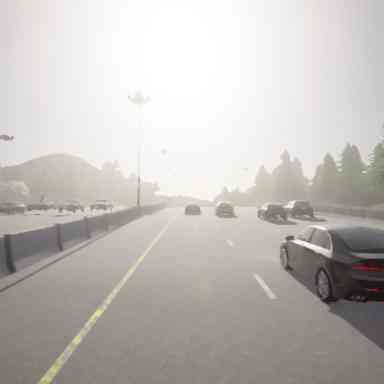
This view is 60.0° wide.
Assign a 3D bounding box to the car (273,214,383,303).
[{"bbox_3d":[3.598,1.534,8.230,1.837,1.490,4.892,0,0,0],"label":"car"}]

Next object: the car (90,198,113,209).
[{"bbox_3d":[-10.507,1.524,38.933,1.837,1.490,4.892,0,-1,0],"label":"car"}]

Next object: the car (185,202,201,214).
[{"bbox_3d":[0.092,2.000,42.372,1.994,1.385,4.181,0,-1,0],"label":"car"}]

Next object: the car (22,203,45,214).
[{"bbox_3d":[-17.507,1.576,38.931,1.994,1.385,4.181,0,-1,0],"label":"car"}]

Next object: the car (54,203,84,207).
[{"bbox_3d":[-14.007,1.612,38.929,2.128,1.511,4.902,0,-1,0],"label":"car"}]

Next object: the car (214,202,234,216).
[{"bbox_3d":[3.594,1.828,37.774,1.882,1.535,5.008,0,-1,0],"label":"car"}]

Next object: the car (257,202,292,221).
[{"bbox_3d":[7.094,1.733,29.777,1.837,1.490,4.892,0,-1,0],"label":"car"}]

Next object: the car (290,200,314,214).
[{"bbox_3d":[10.594,1.636,33.643,2.097,1.767,4.553,0,-1,0],"label":"car"}]

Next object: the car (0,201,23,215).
[{"bbox_3d":[-21.011,1.876,38.459,1.837,1.490,4.892,0,-1,0],"label":"car"}]
